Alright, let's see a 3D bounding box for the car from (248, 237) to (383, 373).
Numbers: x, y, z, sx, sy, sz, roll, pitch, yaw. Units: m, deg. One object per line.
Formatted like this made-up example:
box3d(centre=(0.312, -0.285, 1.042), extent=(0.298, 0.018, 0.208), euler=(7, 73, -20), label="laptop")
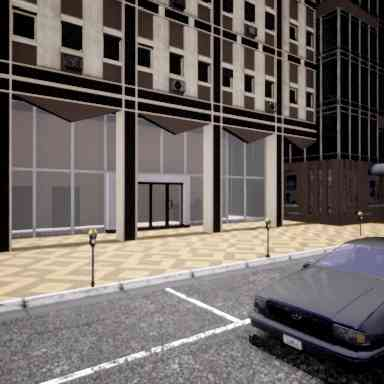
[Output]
box3d(centre=(3.462, 1.549, 5.843), extent=(5.357, 1.411, 2.033), euler=(0, 0, -35), label="car")
